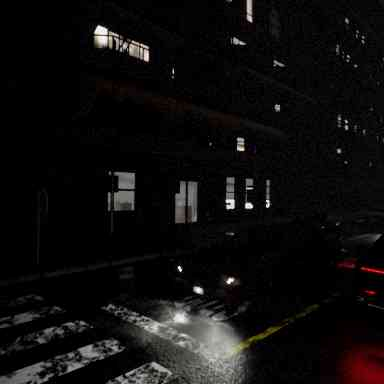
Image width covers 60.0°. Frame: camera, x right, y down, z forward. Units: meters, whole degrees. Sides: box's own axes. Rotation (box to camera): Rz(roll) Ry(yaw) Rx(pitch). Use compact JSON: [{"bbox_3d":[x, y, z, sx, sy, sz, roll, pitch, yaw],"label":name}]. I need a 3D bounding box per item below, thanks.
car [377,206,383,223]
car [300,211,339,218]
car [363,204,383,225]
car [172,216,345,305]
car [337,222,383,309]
[{"bbox_3d":[12.219,1.580,18.507,4.181,1.385,1.994,0,0,-44],"label":"car"},{"bbox_3d":[5.909,1.600,15.886,4.206,1.307,1.802,0,1,-45],"label":"car"},{"bbox_3d":[13.652,1.547,23.575,4.829,1.417,1.752,0,1,-45],"label":"car"},{"bbox_3d":[2.038,1.557,8.435,5.357,1.411,2.033,0,0,-44],"label":"car"},{"bbox_3d":[5.007,1.509,6.988,4.892,1.490,1.837,0,0,-45],"label":"car"}]
